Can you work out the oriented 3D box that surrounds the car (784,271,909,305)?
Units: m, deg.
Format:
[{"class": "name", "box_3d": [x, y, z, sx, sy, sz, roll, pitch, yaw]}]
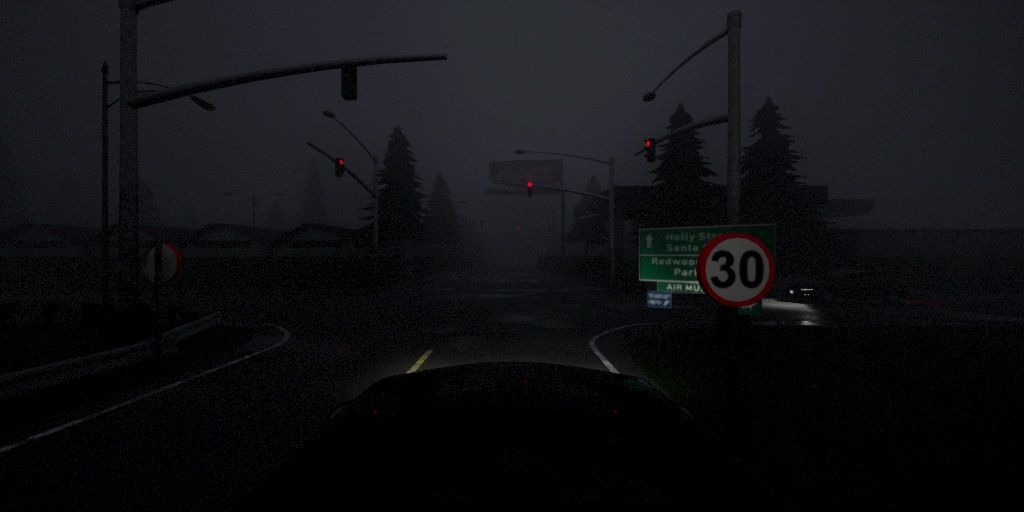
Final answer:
[{"class": "car", "box_3d": [15.666, 1.446, 16.940, 4.892, 1.490, 1.837, 0, 0, 1]}]
